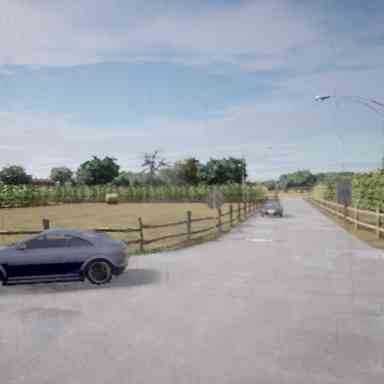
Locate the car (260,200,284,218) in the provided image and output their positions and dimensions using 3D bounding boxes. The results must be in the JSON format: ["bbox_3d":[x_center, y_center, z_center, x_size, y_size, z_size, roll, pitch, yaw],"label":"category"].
[{"bbox_3d":[7.435,1.533,30.652,2.128,1.511,4.902,-1,0,17],"label":"car"}]

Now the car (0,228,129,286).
[{"bbox_3d":[-3.844,1.715,9.099,4.181,1.385,1.994,-1,1,-8],"label":"car"}]
